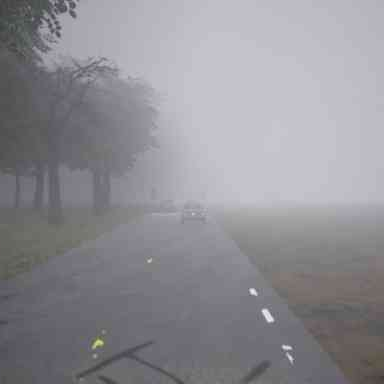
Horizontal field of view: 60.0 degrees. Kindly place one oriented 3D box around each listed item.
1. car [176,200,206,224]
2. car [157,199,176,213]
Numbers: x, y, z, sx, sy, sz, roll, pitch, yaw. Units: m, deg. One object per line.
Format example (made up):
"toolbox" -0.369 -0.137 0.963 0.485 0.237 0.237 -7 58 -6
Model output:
"car" 0.098 1.556 24.936 2.033 1.411 5.357 0 0 0
"car" -2.756 1.543 37.817 1.837 1.490 4.892 0 -1 0
